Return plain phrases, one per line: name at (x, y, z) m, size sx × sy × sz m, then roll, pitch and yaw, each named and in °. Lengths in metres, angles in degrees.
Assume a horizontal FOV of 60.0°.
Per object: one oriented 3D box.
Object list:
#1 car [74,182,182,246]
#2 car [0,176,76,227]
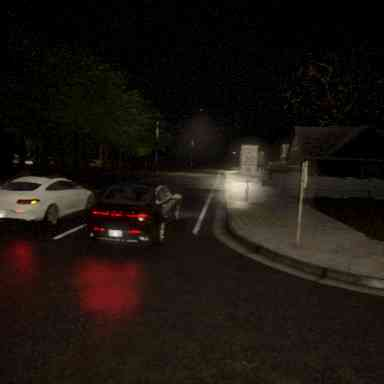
car at (-1.498, 0.450, 10.002) m, size 1.837 × 1.490 × 4.892 m, roll 3°, pitch 6°, yaw 5°
car at (-4.903, 0.181, 11.229) m, size 1.812 × 1.442 × 4.674 m, roll 3°, pitch 5°, yaw 5°
